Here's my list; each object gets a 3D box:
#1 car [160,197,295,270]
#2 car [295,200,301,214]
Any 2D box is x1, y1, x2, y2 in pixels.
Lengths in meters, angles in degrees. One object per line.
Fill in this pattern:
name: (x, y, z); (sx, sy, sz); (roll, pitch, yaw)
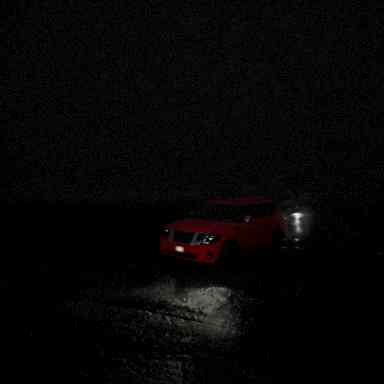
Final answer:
car: (1.378, 1.249, 11.624); (2.150, 2.045, 5.566); (3, 2, 39)
car: (10.670, 1.530, 35.981); (1.812, 1.442, 4.674); (0, 0, 19)
